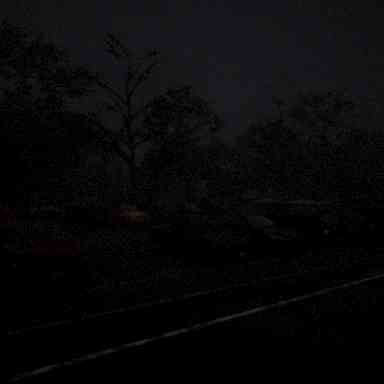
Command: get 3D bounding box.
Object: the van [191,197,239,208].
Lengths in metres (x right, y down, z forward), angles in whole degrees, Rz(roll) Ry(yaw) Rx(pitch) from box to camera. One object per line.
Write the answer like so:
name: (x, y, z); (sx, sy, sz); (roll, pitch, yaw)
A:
van: (1.692, 1.434, 29.388); (1.878, 1.987, 4.442); (1, -1, -36)

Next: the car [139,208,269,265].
car: (0.199, 1.578, 12.359); (2.163, 1.488, 4.792); (1, 0, -36)

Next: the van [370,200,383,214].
van: (28.849, 2.257, 48.772); (1.878, 1.987, 4.442); (2, -1, -35)

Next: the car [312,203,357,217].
car: (17.402, 2.178, 40.748); (2.002, 1.452, 4.674); (2, -1, -36)

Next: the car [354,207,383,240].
car: (6.949, 1.650, 17.249); (2.163, 1.488, 4.792); (1, -1, -36)

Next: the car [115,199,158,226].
car: (-4.911, 1.571, 24.591); (1.946, 1.575, 5.366); (1, 0, -36)

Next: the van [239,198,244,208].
van: (3.919, 1.506, 31.264); (1.878, 1.987, 4.442); (2, -1, -35)

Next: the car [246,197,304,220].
car: (8.410, 1.614, 34.292); (2.435, 2.045, 5.566); (2, -1, -36)

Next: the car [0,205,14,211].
car: (-11.780, 1.503, 19.909); (2.097, 1.535, 5.008); (1, 0, -36)

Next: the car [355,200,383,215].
car: (26.545, 2.164, 47.236); (2.435, 2.045, 5.566); (2, -1, -36)

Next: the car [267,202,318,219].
car: (10.747, 1.936, 35.988); (2.097, 1.535, 5.008); (2, -1, -35)

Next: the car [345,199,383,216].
car: (24.291, 2.095, 45.627); (2.435, 2.045, 5.566); (2, -1, -36)

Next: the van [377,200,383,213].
van: (30.968, 2.326, 50.571); (1.878, 1.987, 4.442); (2, -1, -35)

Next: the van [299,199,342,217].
van: (15.087, 1.844, 39.236); (1.878, 1.987, 4.442); (2, -1, -35)

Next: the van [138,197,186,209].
van: (-2.696, 1.372, 26.256); (1.878, 1.987, 4.442); (1, 0, -36)

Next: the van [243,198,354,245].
van: (4.771, 1.371, 15.516); (1.878, 1.987, 4.442); (1, 0, -36)

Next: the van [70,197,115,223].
van: (-7.341, 1.325, 23.228); (1.878, 1.987, 4.442); (1, 0, -36)

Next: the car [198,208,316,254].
car: (2.440, 1.613, 13.999); (2.002, 1.452, 4.674); (1, 0, -36)

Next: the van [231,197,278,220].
van: (6.071, 1.571, 32.800); (1.878, 1.987, 4.442); (2, -1, -36)

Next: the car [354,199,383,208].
car: (9.193, 1.408, 18.850); (2.435, 2.045, 5.566); (2, -1, -36)

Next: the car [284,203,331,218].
car: (12.999, 2.045, 37.599); (2.002, 1.452, 4.674); (2, -1, -36)

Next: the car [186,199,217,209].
car: (-0.514, 1.622, 27.963); (2.097, 1.535, 5.008); (1, 0, -36)

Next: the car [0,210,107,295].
car: (-4.340, 1.501, 9.163); (2.097, 1.535, 5.008); (1, 0, -36)

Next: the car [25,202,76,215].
car: (-9.525, 1.528, 21.517); (2.231, 1.521, 4.892); (1, 0, -36)
